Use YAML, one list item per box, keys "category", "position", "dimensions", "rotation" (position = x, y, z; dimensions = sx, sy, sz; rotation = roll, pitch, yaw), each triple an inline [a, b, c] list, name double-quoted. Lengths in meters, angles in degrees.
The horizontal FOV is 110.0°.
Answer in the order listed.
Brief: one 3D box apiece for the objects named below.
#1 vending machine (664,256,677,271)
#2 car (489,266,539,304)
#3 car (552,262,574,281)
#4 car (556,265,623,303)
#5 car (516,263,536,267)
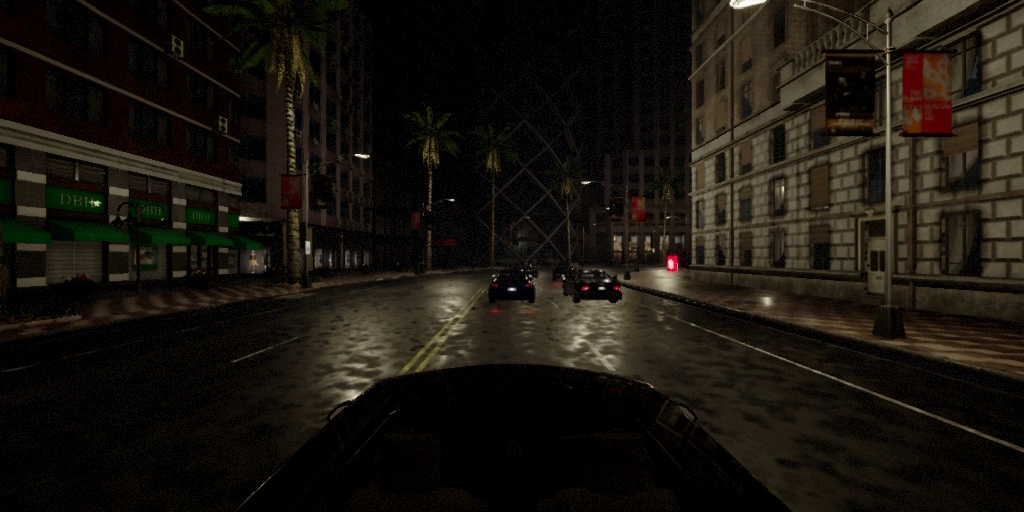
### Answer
- category: "vending machine"
  position: [19.506, 0.944, 43.605]
  dimensions: [1.100, 2.100, 0.880]
  rotation: [0, 0, 44]
- category: "car"
  position: [0.000, 1.322, 16.500]
  dimensions: [1.994, 1.385, 4.181]
  rotation: [0, 0, 0]
- category: "car"
  position: [4.505, 1.266, 30.257]
  dimensions: [1.837, 1.490, 4.892]
  rotation: [0, 0, 13]
- category: "car"
  position: [3.500, 1.313, 16.500]
  dimensions: [2.033, 1.411, 5.357]
  rotation: [0, 0, 0]
- category: "car"
  position: [1.091, 1.322, 31.029]
  dimensions: [1.994, 1.385, 4.181]
  rotation: [0, 0, 13]
